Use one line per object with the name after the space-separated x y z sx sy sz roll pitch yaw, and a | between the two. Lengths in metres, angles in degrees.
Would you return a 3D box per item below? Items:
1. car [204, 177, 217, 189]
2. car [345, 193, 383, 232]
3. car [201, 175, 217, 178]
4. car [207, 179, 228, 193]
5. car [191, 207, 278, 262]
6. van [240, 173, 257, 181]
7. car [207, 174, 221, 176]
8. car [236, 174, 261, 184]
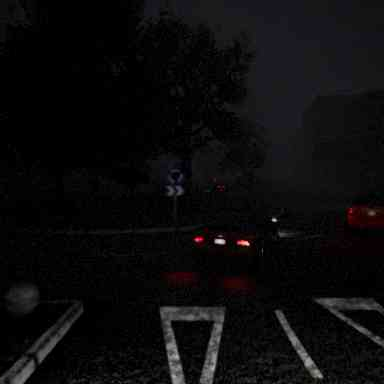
3.064 -1.293 56.128 1.994 1.385 4.181 0 4 2 | car
8.594 0.811 15.396 2.097 1.767 4.553 2 3 35 | car
3.465 -2.013 66.005 2.033 1.411 5.357 0 4 8 | car
3.657 -0.646 45.757 1.837 1.490 4.892 0 4 -6 | car
1.640 1.229 11.039 2.033 1.411 5.357 1 3 21 | car
14.611 -3.842 86.237 4.442 1.987 1.878 1 4 11 | van
4.820 -2.782 75.525 1.882 1.535 5.008 0 4 9 | car
11.884 -2.407 70.219 4.892 1.521 2.231 0 4 9 | car
